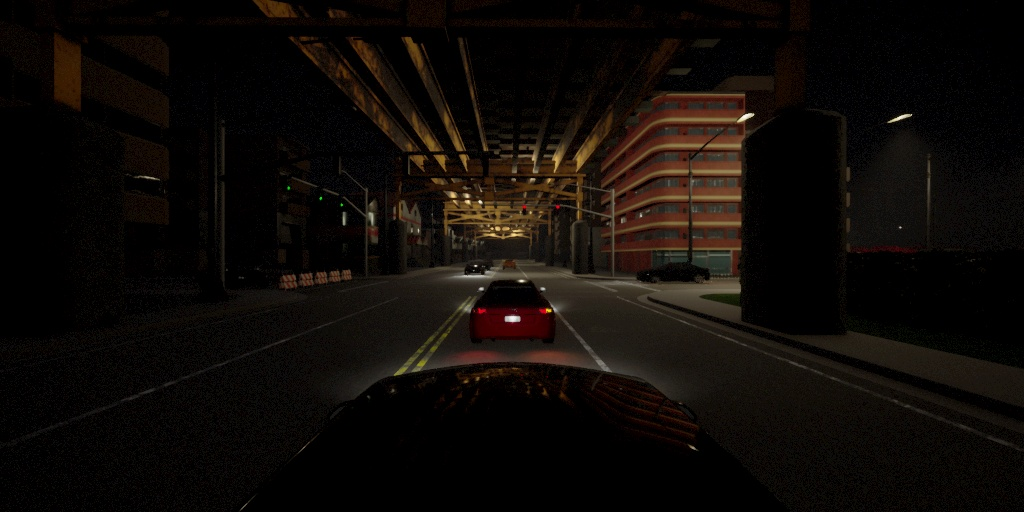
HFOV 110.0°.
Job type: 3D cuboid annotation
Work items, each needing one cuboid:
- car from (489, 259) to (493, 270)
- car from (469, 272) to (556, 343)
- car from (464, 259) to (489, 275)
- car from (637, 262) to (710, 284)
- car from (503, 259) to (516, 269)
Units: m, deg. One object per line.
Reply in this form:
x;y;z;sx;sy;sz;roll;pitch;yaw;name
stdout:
-4.038;1.350;50.067;1.895;1.301;4.718;0;0;0;car
0.006;1.314;9.663;1.994;1.385;4.181;0;0;0;car
-3.933;1.314;38.667;1.994;1.385;4.181;0;0;0;car
11.698;1.228;26.168;5.008;1.535;1.882;0;0;-1;car
-0.406;1.218;57.028;1.882;1.535;5.008;0;0;-1;car
